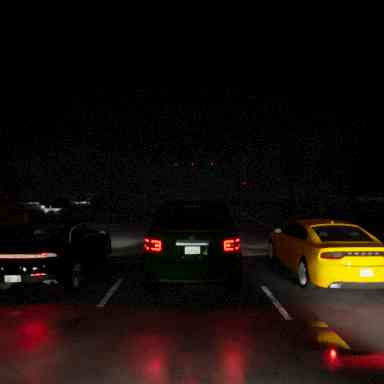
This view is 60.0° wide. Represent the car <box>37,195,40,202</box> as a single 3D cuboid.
[{"bbox_3d":[-21.896,1.361,51.950,1.994,1.385,4.181,0,0,-1],"label":"car"}]

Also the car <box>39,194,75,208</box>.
[{"bbox_3d":[-18.296,1.382,45.355,2.033,1.411,5.357,0,0,-1],"label":"car"}]

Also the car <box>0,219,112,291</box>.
[{"bbox_3d":[-3.519,1.483,8.945,2.128,1.511,4.902,0,0,0],"label":"car"}]

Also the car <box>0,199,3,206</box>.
[{"bbox_3d":[-21.594,1.250,33.536,2.097,1.767,4.553,0,0,-1],"label":"car"}]

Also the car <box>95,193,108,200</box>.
[{"bbox_3d":[-22.365,1.109,82.601,1.882,1.535,5.008,0,0,-1],"label":"car"}]

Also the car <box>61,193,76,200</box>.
[{"bbox_3d":[-29.274,1.129,78.880,1.882,1.535,5.008,0,0,-1],"label":"car"}]

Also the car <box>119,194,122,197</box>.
[{"bbox_3d":[-18.968,1.157,85.308,2.033,1.411,5.357,0,0,-4],"label":"car"}]

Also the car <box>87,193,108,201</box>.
[{"bbox_3d":[-18.555,1.289,65.294,1.994,1.385,4.181,0,0,0],"label":"car"}]

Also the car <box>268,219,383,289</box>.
[{"bbox_3d":[3.477,1.469,9.143,1.882,1.535,5.008,0,0,0],"label":"car"}]

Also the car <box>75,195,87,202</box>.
[{"bbox_3d":[-22.068,1.268,67.104,1.994,1.385,4.181,0,0,-1],"label":"car"}]

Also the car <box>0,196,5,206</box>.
[{"bbox_3d":[-28.823,1.348,47.346,1.812,1.442,4.674,0,0,-1],"label":"car"}]

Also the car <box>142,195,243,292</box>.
[{"bbox_3d":[-0.011,1.213,9.089,2.150,2.045,5.566,0,0,0],"label":"car"}]

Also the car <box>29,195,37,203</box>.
[{"bbox_3d":[-28.998,1.291,62.951,1.994,1.385,4.181,0,0,-1],"label":"car"}]

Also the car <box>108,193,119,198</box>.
[{"bbox_3d":[-18.711,1.025,75.563,2.097,1.767,4.553,0,0,-1],"label":"car"}]
